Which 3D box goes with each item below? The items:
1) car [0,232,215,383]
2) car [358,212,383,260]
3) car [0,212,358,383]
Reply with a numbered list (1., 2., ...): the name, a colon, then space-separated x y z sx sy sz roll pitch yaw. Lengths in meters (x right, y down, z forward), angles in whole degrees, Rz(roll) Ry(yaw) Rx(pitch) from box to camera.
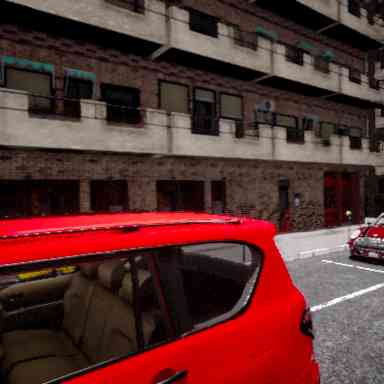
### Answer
1. car: -2.111 1.519 4.604 4.829 1.417 1.752 -1 0 -35
2. car: 7.060 1.350 11.149 4.097 1.590 1.967 -1 0 -35
3. car: -1.566 1.223 1.954 5.566 2.045 2.150 -1 0 -36
